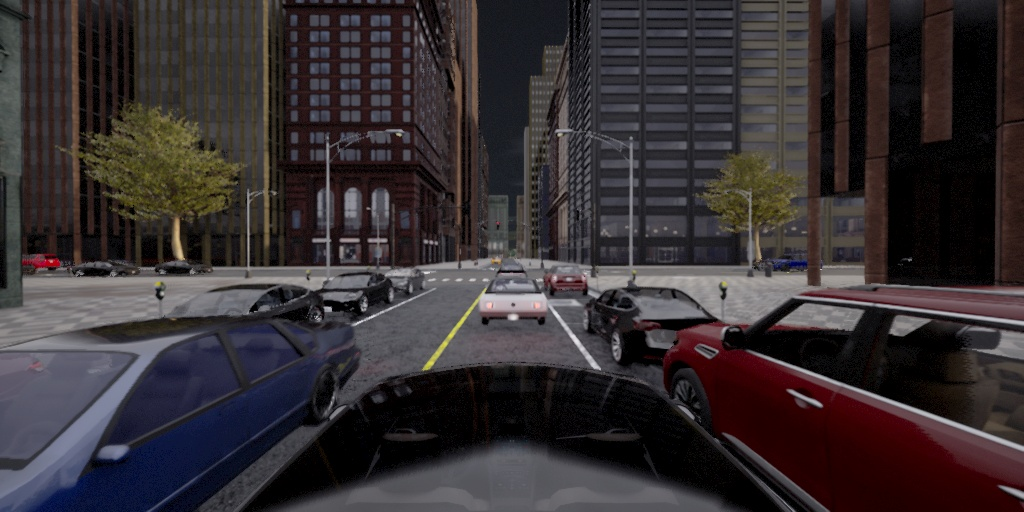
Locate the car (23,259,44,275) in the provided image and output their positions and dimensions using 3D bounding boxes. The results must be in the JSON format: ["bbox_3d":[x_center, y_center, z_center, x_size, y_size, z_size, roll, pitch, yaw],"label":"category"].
[{"bbox_3d":[-52.284,1.346,37.053,4.892,1.490,1.837,0,0,0],"label":"car"}]

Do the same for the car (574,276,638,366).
[{"bbox_3d":[2.755,1.294,7.760,1.948,1.339,4.313,0,0,0],"label":"car"}]

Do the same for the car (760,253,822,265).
[{"bbox_3d":[31.950,0.747,40.712,5.566,2.045,2.150,-1,0,0],"label":"car"}]

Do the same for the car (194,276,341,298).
[{"bbox_3d":[-5.770,1.295,7.744,1.948,1.339,4.313,0,0,0],"label":"car"}]

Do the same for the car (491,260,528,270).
[{"bbox_3d":[-0.029,1.172,21.667,2.128,1.511,4.902,0,0,0],"label":"car"}]

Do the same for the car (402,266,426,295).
[{"bbox_3d":[-5.788,1.240,19.017,2.007,1.370,4.403,0,0,0],"label":"car"}]

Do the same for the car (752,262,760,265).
[{"bbox_3d":[31.707,1.067,43.956,4.181,1.385,1.994,0,0,0],"label":"car"}]

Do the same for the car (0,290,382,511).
[{"bbox_3d":[-3.099,1.293,2.952,2.033,1.411,5.357,0,0,0],"label":"car"}]

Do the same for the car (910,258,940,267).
[{"bbox_3d":[49.113,0.938,40.688,4.902,1.511,2.128,0,0,0],"label":"car"}]

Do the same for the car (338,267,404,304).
[{"bbox_3d":[-5.779,1.275,13.380,1.948,1.339,4.313,0,0,0],"label":"car"}]

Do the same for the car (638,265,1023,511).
[{"bbox_3d":[2.764,1.063,2.124,2.192,1.841,5.009,0,0,0],"label":"car"}]

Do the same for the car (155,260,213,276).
[{"bbox_3d":[-33.773,1.205,37.030,5.008,1.535,1.882,0,0,0],"label":"car"}]

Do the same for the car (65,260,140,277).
[{"bbox_3d":[-38.148,1.245,33.768,5.008,1.535,1.882,0,0,0],"label":"car"}]

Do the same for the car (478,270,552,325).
[{"bbox_3d":[0.046,1.316,11.634,1.895,1.301,4.718,0,0,0],"label":"car"}]

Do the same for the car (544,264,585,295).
[{"bbox_3d":[2.737,1.129,19.032,1.967,1.591,4.097,0,0,0],"label":"car"}]
